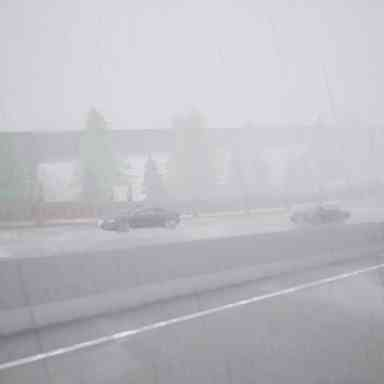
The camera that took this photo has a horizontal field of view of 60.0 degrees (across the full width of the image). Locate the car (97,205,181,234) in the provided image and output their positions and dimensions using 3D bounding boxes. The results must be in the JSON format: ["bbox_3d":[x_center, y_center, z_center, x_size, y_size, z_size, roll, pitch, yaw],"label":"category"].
[{"bbox_3d":[-2.916,1.491,19.097,4.902,1.511,2.128,0,0,-35],"label":"car"}]

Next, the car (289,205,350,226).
[{"bbox_3d":[8.942,1.598,23.229,4.718,1.301,1.895,0,0,-35],"label":"car"}]
